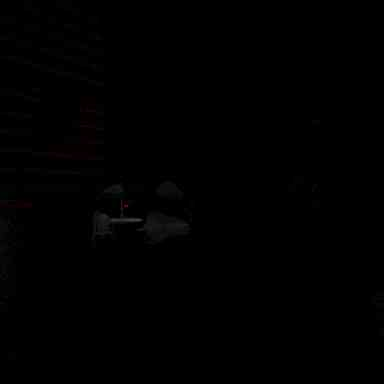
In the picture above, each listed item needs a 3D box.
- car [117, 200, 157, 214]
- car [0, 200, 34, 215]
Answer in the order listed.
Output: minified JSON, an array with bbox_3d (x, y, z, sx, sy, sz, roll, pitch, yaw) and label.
[{"bbox_3d":[-5.898,1.588,35.889,1.812,1.442,4.674,0,0,40],"label":"car"},{"bbox_3d":[-18.127,1.541,32.525,1.882,1.535,5.008,0,0,40],"label":"car"}]
